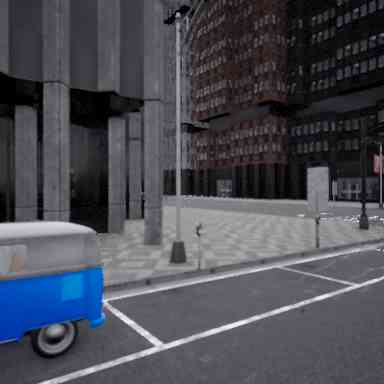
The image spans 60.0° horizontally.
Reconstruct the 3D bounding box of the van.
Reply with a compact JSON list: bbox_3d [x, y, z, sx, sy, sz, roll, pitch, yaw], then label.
[{"bbox_3d":[-3.187,1.341,4.377,3.998,1.788,1.690,0,0,-35],"label":"van"}]
